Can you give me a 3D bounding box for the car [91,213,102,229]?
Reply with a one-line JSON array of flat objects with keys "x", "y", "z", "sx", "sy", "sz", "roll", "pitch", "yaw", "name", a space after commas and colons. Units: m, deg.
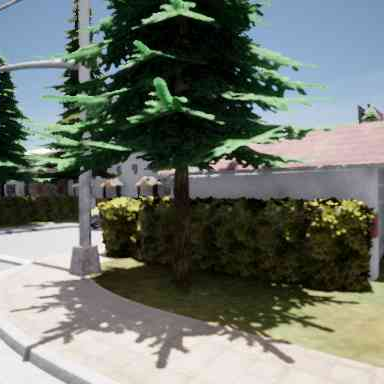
[{"x": -4.773, "y": 1.635, "z": 22.251, "sx": 1.837, "sy": 1.490, "sz": 4.892, "roll": 0, "pitch": 0, "yaw": 35, "name": "car"}]
